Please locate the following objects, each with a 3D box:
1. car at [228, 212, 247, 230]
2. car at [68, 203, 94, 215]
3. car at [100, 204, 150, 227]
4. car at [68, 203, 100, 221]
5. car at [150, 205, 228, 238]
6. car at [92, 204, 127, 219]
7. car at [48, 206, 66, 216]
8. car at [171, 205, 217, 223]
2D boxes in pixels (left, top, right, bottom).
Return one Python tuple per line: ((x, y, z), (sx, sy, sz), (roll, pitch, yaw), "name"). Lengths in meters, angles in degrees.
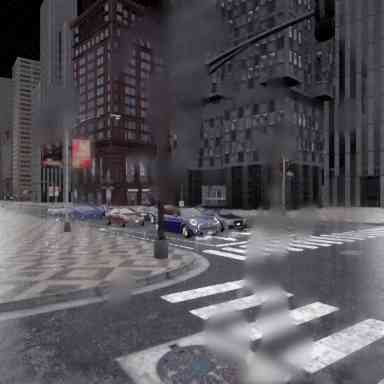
((1.734, 1.861, 22.344), (1.994, 1.385, 4.181), (0, -1, -36), "car")
((-15.548, 2.353, 46.507), (2.128, 1.511, 4.902), (0, -1, -35), "car")
((-5.491, 1.976, 26.839), (1.812, 1.442, 4.674), (0, -1, -36), "car")
((-10.885, 2.103, 34.355), (1.882, 1.535, 5.008), (0, -1, -36), "car")
((-0.340, 1.636, 19.625), (2.097, 1.767, 4.553), (0, -1, -35), "car")
((-9.510, 2.154, 38.015), (2.128, 1.511, 4.902), (0, -1, -36), "car")
((-17.209, 2.435, 43.225), (1.895, 1.301, 4.718), (0, -1, -35), "car")
((0.091, 1.960, 30.547), (1.812, 1.442, 4.674), (0, -1, -36), "car")
